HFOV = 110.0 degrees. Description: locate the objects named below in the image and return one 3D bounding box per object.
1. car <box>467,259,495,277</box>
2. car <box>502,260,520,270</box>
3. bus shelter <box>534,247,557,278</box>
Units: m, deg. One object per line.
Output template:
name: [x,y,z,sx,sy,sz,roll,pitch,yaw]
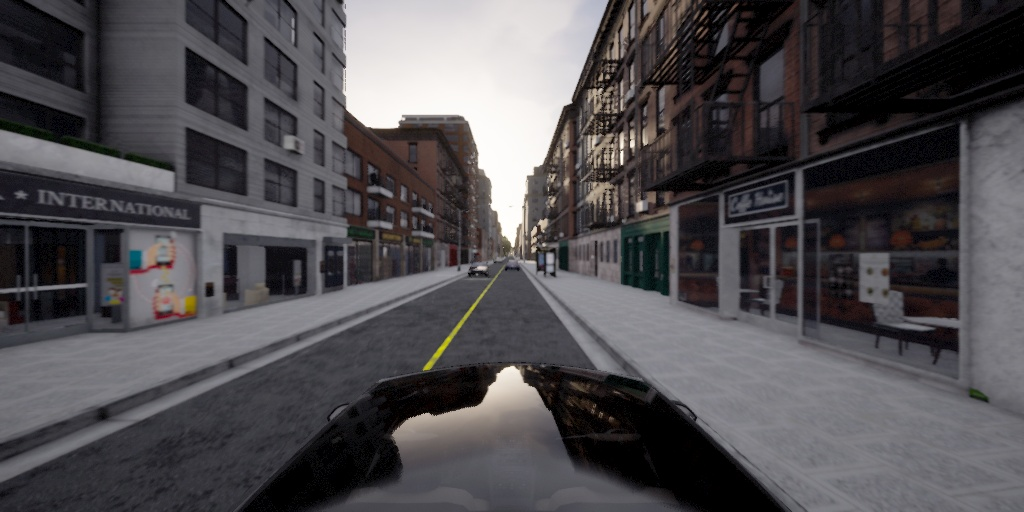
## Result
car: [-3.094,1.259,34.491,2.033,1.411,5.357,0,0,0]
car: [0.066,1.260,49.450,1.994,1.385,4.181,0,0,0]
bus shelter: [3.135,0.589,32.226,1.920,2.740,3.880,0,0,0]
